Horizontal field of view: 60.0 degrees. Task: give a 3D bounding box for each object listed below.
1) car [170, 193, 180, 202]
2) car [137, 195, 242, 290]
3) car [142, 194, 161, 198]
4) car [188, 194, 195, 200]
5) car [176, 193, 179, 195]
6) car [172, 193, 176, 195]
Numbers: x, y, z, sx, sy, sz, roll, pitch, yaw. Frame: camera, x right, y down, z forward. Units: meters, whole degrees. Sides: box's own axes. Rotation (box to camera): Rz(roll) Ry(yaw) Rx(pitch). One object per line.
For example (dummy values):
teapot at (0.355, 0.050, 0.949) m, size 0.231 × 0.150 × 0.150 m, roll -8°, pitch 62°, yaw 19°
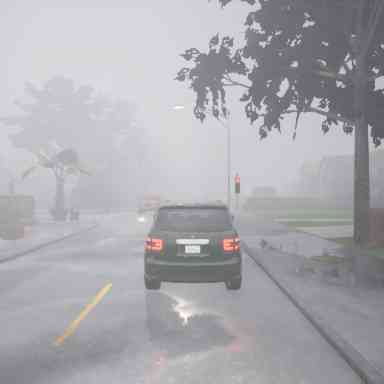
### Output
car at (-4.006, 1.212, 80.878) m, size 2.150 × 2.045 × 5.566 m, roll 0°, pitch 0°, yaw 0°
car at (0.036, 1.221, 9.228) m, size 2.150 × 2.045 × 5.566 m, roll 0°, pitch 0°, yaw 0°
car at (-4.102, 1.223, 33.756) m, size 2.150 × 2.045 × 5.566 m, roll 0°, pitch 0°, yaw 0°
car at (-0.007, 1.356, 88.183) m, size 1.812 × 1.442 × 4.674 m, roll 0°, pitch 0°, yaw 0°
car at (-4.030, 1.490, 66.932) m, size 2.128 × 1.511 × 4.902 m, roll 0°, pitch 0°, yaw 1°
car at (-4.096, 1.353, 52.464) m, size 2.097 × 1.767 × 4.553 m, roll 0°, pitch 0°, yaw 0°
